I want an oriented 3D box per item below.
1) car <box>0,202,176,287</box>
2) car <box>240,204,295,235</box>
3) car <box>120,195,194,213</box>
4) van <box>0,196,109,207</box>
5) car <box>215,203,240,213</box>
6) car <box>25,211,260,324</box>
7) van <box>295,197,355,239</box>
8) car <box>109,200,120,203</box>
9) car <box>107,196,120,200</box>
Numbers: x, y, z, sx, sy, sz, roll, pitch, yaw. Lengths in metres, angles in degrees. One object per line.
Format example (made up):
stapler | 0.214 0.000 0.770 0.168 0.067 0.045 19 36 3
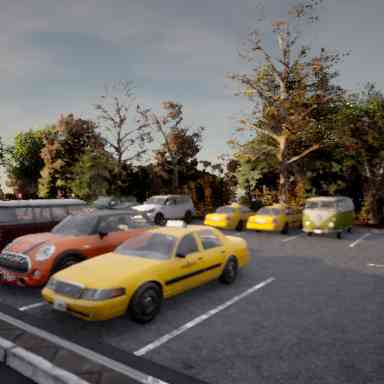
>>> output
car | -2.804 1.340 9.329 2.185 1.767 4.553 0 0 35
car | 4.976 1.464 19.044 1.946 1.575 5.366 0 0 35
car | -2.001 1.260 23.692 2.435 2.045 5.566 -1 -1 35
van | -5.239 1.253 11.147 1.878 1.987 4.442 0 0 35
car | 2.800 1.472 20.576 1.946 1.575 5.366 0 0 35
car | -0.542 1.461 7.473 1.946 1.575 5.366 0 0 35
van | 7.087 1.240 17.189 1.878 1.987 4.442 0 0 35
car | -4.277 1.546 25.305 2.231 1.521 4.892 -1 -1 35
car | -6.482 1.329 26.815 2.435 2.045 5.566 -1 -1 35
